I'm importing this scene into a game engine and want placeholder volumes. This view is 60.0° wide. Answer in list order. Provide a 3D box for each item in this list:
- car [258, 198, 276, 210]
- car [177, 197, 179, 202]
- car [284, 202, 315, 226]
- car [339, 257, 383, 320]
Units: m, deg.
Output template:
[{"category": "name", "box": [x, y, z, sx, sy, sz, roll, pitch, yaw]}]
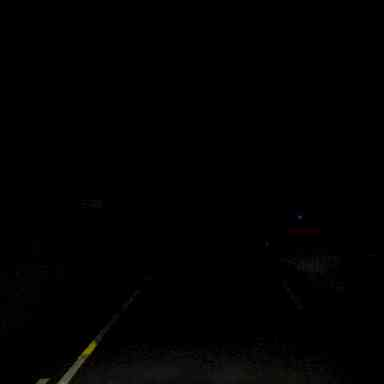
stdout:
[{"category": "car", "box": [9.451, 1.434, 41.535, 1.882, 1.535, 5.008, 0, 0, 17]}, {"category": "car", "box": [-1.154, 1.416, 43.442, 2.128, 1.511, 4.902, 0, 0, 18]}, {"category": "car", "box": [7.525, 1.459, 23.356, 1.882, 1.535, 5.008, 0, 0, 16]}, {"category": "car", "box": [3.915, 1.603, 4.964, 1.895, 1.301, 4.718, 0, 0, 4]}]
